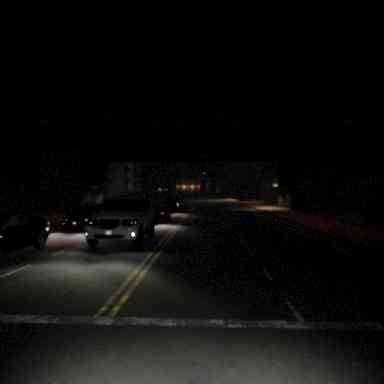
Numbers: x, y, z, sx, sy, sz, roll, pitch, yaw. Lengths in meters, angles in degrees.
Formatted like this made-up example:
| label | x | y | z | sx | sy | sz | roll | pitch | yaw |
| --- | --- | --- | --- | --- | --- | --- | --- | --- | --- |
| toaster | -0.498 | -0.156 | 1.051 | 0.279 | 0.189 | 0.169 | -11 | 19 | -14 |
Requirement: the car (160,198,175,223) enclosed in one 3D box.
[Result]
| label | x | y | z | sx | sy | sz | roll | pitch | yaw |
| --- | --- | --- | --- | --- | --- | --- | --- | --- | --- |
| car | -2.642 | 1.463 | 25.088 | 1.812 | 1.442 | 4.674 | 0 | 0 | 2 |

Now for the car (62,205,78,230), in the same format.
| label | x | y | z | sx | sy | sz | roll | pitch | yaw |
| --- | --- | --- | --- | --- | --- | --- | --- | --- | --- |
| car | -6.335 | 1.444 | 20.609 | 1.837 | 1.490 | 4.892 | 0 | 0 | 2 |

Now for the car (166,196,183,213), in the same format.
| label | x | y | z | sx | sy | sz | roll | pitch | yaw |
| --- | --- | --- | --- | --- | --- | --- | --- | --- | --- |
| car | -2.177 | 1.267 | 36.075 | 2.097 | 1.767 | 4.553 | 0 | 0 | 3 |

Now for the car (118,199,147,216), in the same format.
| label | x | y | z | sx | sy | sz | roll | pitch | yaw |
| --- | --- | --- | --- | --- | --- | --- | --- | --- | --- |
| car | -5.817 | 1.476 | 32.920 | 1.994 | 1.385 | 4.181 | 0 | 0 | 3 |

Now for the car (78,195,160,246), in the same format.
| label | x | y | z | sx | sy | sz | roll | pitch | yaw |
| --- | --- | --- | --- | --- | --- | --- | --- | --- | --- |
| car | -3.050 | 1.180 | 15.329 | 2.150 | 2.045 | 5.566 | 0 | 0 | 2 |

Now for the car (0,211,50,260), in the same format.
| label | x | y | z | sx | sy | sz | roll | pitch | yaw |
| --- | --- | --- | --- | --- | --- | --- | --- | --- | --- |
| car | -6.710 | 1.450 | 11.483 | 2.128 | 1.511 | 4.902 | 0 | 0 | 2 |
